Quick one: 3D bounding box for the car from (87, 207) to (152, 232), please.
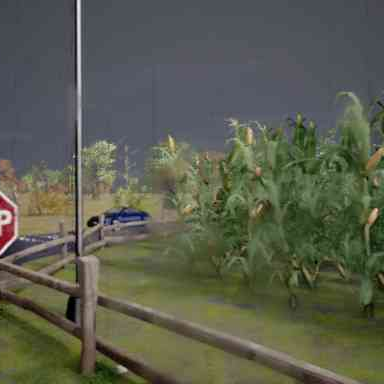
[{"bbox_3d":[-4.528,1.650,21.128,1.994,1.385,4.181,-1,0,37],"label":"car"}]

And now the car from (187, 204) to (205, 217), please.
[{"bbox_3d":[1.490,1.563,29.322,1.837,1.490,4.892,-1,0,36],"label":"car"}]
